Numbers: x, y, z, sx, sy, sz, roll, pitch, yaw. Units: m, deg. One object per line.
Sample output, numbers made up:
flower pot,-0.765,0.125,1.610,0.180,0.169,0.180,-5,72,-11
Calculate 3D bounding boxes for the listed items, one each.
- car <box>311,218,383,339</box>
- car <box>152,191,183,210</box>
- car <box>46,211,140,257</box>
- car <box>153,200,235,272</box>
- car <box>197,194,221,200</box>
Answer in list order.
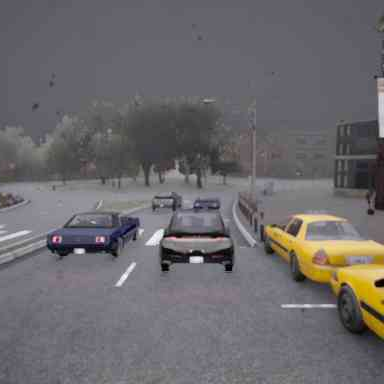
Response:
car,3.228,1.378,3.459,1.946,1.575,5.366,0,2,0
car,-1.907,0.693,26.653,2.128,1.511,4.902,1,3,7
car,-3.059,1.291,11.440,1.895,1.301,4.718,0,2,1
car,0.155,1.227,9.812,2.128,1.511,4.902,0,2,1
car,1.294,0.838,26.199,1.895,1.301,4.718,1,3,7
